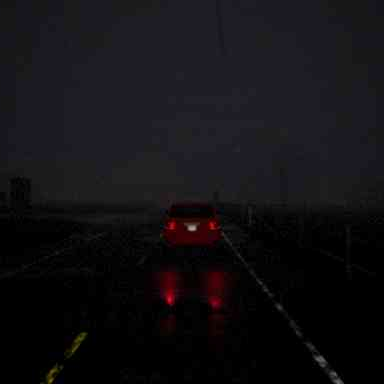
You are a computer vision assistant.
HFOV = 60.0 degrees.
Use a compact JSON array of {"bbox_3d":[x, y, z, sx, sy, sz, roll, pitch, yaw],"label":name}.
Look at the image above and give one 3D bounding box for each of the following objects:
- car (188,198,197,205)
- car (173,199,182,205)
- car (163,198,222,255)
[{"bbox_3d":[0.032,2.239,81.033,2.128,1.511,4.902,0,-1,0],"label":"car"},{"bbox_3d":[-3.469,2.269,78.966,1.994,1.385,4.181,0,-1,0],"label":"car"},{"bbox_3d":[0.008,1.348,14.024,2.150,2.045,5.566,0,0,0],"label":"car"}]
